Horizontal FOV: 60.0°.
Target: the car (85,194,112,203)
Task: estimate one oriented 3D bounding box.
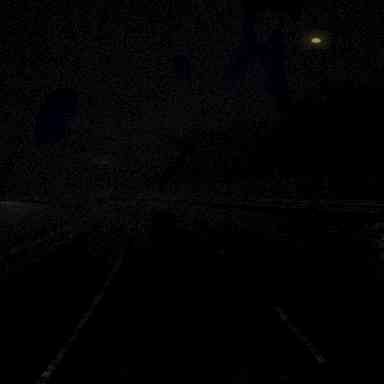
[{"bbox_3d":[-17.900,1.356,63.548,2.128,1.511,4.902,-1,0,-39],"label":"car"}]

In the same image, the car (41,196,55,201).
[{"bbox_3d":[-36.016,1.548,82.254,4.718,1.301,1.895,0,0,37],"label":"car"}]

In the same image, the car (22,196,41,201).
[{"bbox_3d":[-39.120,1.593,80.258,4.718,1.301,1.895,0,0,37],"label":"car"}]

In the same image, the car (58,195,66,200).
[{"bbox_3d":[-32.496,1.383,83.906,5.008,1.535,1.882,0,0,39],"label":"car"}]

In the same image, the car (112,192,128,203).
[{"bbox_3d":[-14.633,1.033,65.030,2.150,2.045,5.566,-1,0,-39],"label":"car"}]

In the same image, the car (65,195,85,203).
[{"bbox_3d":[-21.709,1.500,62.754,1.895,1.301,4.718,-1,0,-39],"label":"car"}]
